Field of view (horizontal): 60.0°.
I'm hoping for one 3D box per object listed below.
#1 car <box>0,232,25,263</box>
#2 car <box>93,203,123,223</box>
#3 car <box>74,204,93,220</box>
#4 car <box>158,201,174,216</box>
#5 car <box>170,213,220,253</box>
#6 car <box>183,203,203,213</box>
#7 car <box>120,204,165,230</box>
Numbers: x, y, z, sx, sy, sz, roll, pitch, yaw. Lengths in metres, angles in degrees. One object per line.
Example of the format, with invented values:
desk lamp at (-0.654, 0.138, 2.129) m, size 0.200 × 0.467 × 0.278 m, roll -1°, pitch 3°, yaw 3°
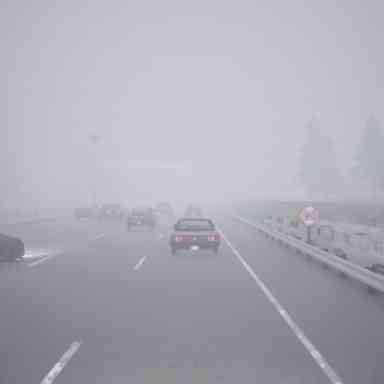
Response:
car at (-6.897, 1.688, 10.036) m, size 1.994 × 1.385 × 4.181 m, roll 0°, pitch -1°, yaw 0°
car at (-6.891, 1.776, 29.751) m, size 2.097 × 1.767 × 4.553 m, roll 0°, pitch -1°, yaw 0°
car at (-10.390, 1.966, 33.869) m, size 1.882 × 1.535 × 5.008 m, roll 0°, pitch -1°, yaw 0°
car at (-3.388, 1.947, 40.893) m, size 2.097 × 1.767 × 4.553 m, roll 0°, pitch -1°, yaw 0°
car at (0.105, 1.791, 14.492) m, size 1.895 × 1.301 × 4.718 m, roll 0°, pitch -1°, yaw 0°
car at (0.110, 2.033, 36.610) m, size 1.837 × 1.490 × 4.892 m, roll 0°, pitch -1°, yaw 0°
car at (-3.393, 1.822, 23.679) m, size 2.128 × 1.511 × 4.902 m, roll 0°, pitch -1°, yaw 0°
